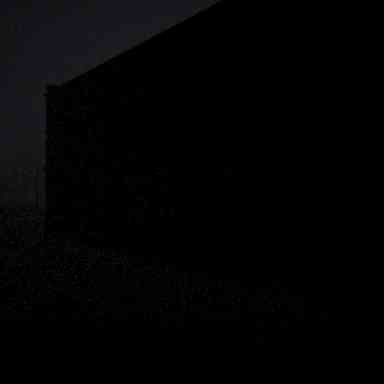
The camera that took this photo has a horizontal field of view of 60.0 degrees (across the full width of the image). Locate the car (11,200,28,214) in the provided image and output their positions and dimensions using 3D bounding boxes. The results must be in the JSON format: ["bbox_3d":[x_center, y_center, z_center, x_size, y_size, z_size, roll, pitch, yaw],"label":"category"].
[{"bbox_3d":[-25.260,2.238,44.915,4.792,1.488,2.163,1,-2,16],"label":"car"}]

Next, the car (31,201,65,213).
[{"bbox_3d":[-22.948,2.356,52.945,4.553,1.767,2.185,1,-1,16],"label":"car"}]

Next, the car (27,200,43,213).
[{"bbox_3d":[-24.527,2.337,47.603,4.792,1.488,2.163,1,-2,16],"label":"car"}]

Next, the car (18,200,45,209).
[{"bbox_3d":[-32.376,2.448,67.189,4.553,1.767,2.185,1,-1,16],"label":"car"}]

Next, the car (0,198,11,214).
[{"bbox_3d":[-26.044,1.974,42.248,4.553,1.767,2.185,1,-2,16],"label":"car"}]

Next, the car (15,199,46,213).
[{"bbox_3d":[-23.736,2.274,50.280,4.553,1.767,2.185,1,-1,16],"label":"car"}]

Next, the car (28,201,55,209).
[{"bbox_3d":[-31.553,2.616,69.848,5.008,1.535,2.097,1,-1,16],"label":"car"}]
